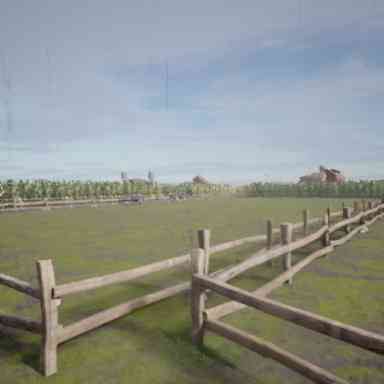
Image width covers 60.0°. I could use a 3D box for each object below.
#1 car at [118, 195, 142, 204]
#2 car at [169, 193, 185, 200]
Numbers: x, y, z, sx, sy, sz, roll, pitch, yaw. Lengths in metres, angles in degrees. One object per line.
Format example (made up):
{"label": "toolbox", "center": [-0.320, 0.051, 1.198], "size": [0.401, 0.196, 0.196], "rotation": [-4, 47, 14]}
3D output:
{"label": "car", "center": [-10.530, 1.247, 56.654], "size": [1.837, 1.490, 4.892], "rotation": [0, 1, 30]}
{"label": "car", "center": [-3.238, 0.910, 69.609], "size": [1.837, 1.490, 4.892], "rotation": [0, 1, 28]}
